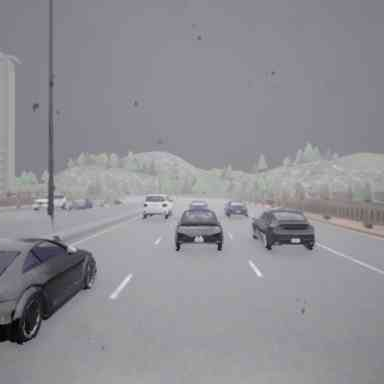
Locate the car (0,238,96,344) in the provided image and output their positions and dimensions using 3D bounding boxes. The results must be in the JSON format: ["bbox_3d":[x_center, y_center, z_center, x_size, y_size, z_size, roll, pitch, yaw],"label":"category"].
[{"bbox_3d":[-3.324,1.565,6.430,1.994,1.385,4.181,0,0,1],"label":"car"}]

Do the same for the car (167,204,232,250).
[{"bbox_3d":[0.295,1.500,14.307,2.128,1.511,4.902,0,0,1],"label":"car"}]

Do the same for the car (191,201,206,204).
[{"bbox_3d":[0.581,1.543,31.316,1.812,1.442,4.674,0,0,1],"label":"car"}]

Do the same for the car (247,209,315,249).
[{"bbox_3d":[3.798,1.515,14.471,1.837,1.490,4.892,0,0,1],"label":"car"}]

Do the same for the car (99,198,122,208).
[{"bbox_3d":[-9.926,1.508,40.813,2.128,1.511,4.902,0,0,1],"label":"car"}]

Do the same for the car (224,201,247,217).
[{"bbox_3d":[4.082,1.545,31.389,1.812,1.442,4.674,0,0,1],"label":"car"}]

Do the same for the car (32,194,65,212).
[{"bbox_3d":[-16.946,1.232,39.930,2.150,2.045,5.566,0,0,1],"label":"car"}]

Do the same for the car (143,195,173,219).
[{"bbox_3d":[-2.943,1.236,29.311,2.150,2.045,5.566,0,0,1],"label":"car"}]

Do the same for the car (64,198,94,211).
[{"bbox_3d":[-13.433,1.539,40.569,1.812,1.442,4.674,0,0,1],"label":"car"}]
